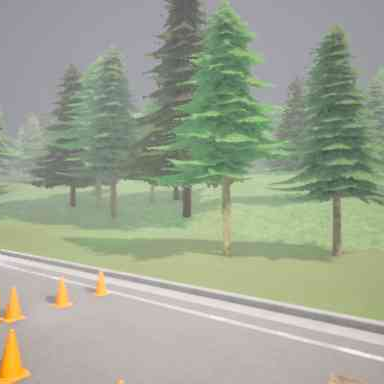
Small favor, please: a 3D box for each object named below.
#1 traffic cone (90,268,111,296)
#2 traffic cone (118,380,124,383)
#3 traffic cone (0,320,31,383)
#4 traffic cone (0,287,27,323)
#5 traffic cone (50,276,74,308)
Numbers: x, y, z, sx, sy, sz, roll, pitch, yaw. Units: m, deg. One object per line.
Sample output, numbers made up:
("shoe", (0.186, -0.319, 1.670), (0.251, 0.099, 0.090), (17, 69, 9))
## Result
("traffic cone", (-2.141, 2.084, 7.788), (0.340, 0.580, 0.340), (-1, -1, 36))
("traffic cone", (-0.647, 2.008, 3.017), (0.340, 0.580, 0.340), (-1, -1, 36))
("traffic cone", (-2.270, 2.026, 4.185), (0.340, 0.580, 0.340), (-1, -1, 36))
("traffic cone", (-3.309, 2.057, 6.165), (0.340, 0.580, 0.340), (-1, -1, 36))
("traffic cone", (-2.725, 2.071, 6.977), (0.340, 0.580, 0.340), (-1, -1, 36))
